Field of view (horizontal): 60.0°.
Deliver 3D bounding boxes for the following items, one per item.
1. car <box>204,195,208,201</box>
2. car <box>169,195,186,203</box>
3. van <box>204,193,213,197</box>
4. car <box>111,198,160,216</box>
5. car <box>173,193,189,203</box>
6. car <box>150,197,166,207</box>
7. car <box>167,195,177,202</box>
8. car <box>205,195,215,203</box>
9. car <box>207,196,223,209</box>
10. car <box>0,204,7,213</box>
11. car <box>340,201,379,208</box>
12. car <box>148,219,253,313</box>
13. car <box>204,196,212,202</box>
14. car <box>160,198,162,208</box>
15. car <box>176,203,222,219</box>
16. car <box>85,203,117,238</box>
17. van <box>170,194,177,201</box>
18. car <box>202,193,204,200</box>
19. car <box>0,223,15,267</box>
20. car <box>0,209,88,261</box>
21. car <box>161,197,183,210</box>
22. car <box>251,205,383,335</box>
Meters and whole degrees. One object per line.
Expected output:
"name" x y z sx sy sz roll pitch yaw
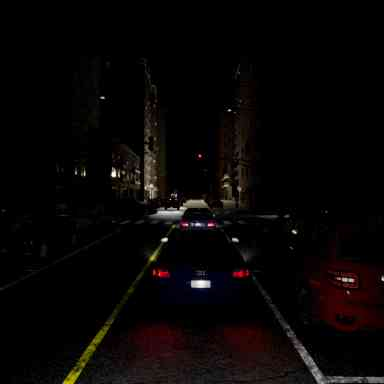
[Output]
"car" 3.450 1.596 56.255 1.802 1.307 4.206 1 0 1
"car" -2.366 1.614 52.670 1.895 1.301 4.718 0 0 1
"van" 3.532 1.358 61.928 1.690 1.788 3.998 1 0 1
"car" -5.832 1.439 30.845 5.008 1.535 1.882 0 0 -13
"car" -2.160 1.370 64.448 2.097 1.767 4.553 0 0 1
"car" -5.153 1.557 50.709 1.887 1.381 4.507 1 0 1
"car" -4.757 1.466 79.071 1.967 1.590 4.097 1 0 1
"car" 3.371 1.594 50.582 1.802 1.307 4.206 1 0 1
"car" 3.293 1.592 44.909 1.802 1.307 4.206 1 0 1
"car" -19.009 1.318 29.409 4.902 1.511 2.128 1 -1 1
"car" 15.368 1.653 31.937 4.902 1.511 2.128 0 -1 1
"car" 0.185 1.566 7.772 1.994 1.385 4.181 0 0 1
"car" 3.766 1.608 78.945 1.802 1.307 4.206 1 0 1
"car" -5.232 1.555 45.037 1.887 1.381 4.507 1 0 1
"car" 0.292 1.551 17.836 2.033 1.411 5.357 0 0 0
"car" -5.611 1.529 17.850 1.752 1.417 4.829 1 0 1
"van" -4.677 1.370 84.743 1.690 1.788 3.998 1 0 1
"car" 3.611 1.334 67.600 2.192 1.841 5.009 1 0 1
"car" -5.767 1.527 6.602 1.752 1.417 4.829 1 0 1
"car" -5.687 1.547 12.396 1.887 1.381 4.507 1 0 1
"car" -2.504 1.611 43.240 1.895 1.301 4.718 0 0 1
"car" 2.762 1.316 6.644 2.192 1.841 5.009 1 0 1
